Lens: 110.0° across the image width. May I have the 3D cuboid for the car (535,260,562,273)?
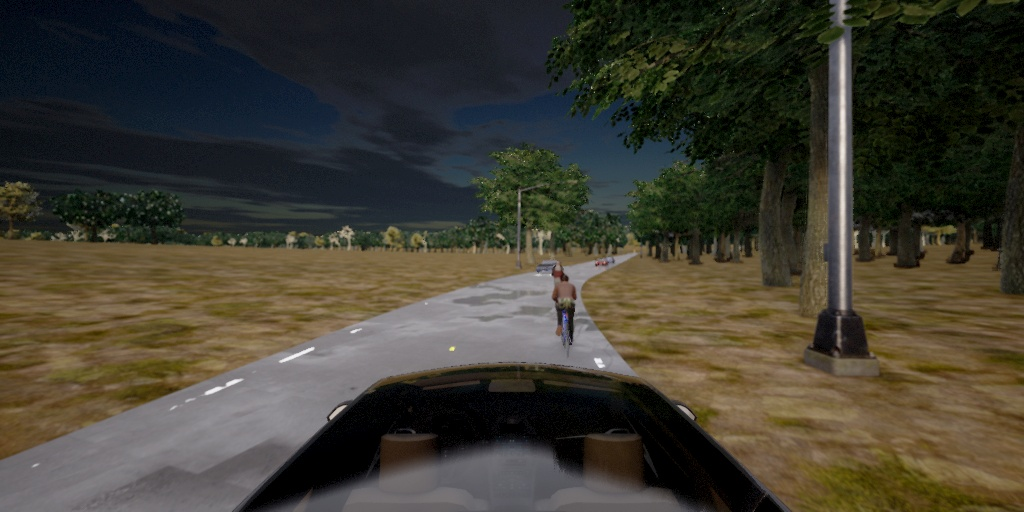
[{"bbox_3d":[4.104,1.142,39.195,2.033,1.411,5.357,1,1,20],"label":"car"}]

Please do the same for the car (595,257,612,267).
[{"bbox_3d":[14.911,1.064,59.305,1.895,1.301,4.718,1,1,20],"label":"car"}]

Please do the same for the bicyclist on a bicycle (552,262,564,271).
[{"bbox_3d":[2.104,1.144,16.304,0.659,1.776,1.843,0,0,9],"label":"bicyclist on a bicycle"}]

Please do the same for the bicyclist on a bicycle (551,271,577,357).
[{"bbox_3d":[1.140,1.224,7.716,0.582,1.620,1.656,0,0,4],"label":"bicyclist on a bicycle"}]
